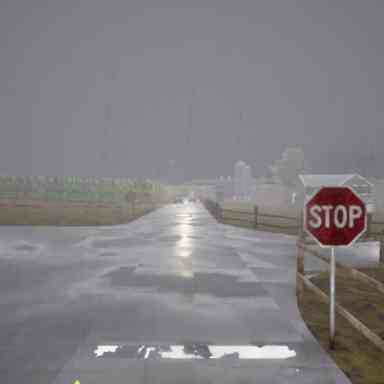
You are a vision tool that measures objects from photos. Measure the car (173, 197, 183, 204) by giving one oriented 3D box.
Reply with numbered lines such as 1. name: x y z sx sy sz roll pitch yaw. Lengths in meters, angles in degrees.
1. car: -2.667 1.676 65.623 2.033 1.411 5.357 0 0 0

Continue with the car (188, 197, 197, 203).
1. car: 0.091 1.678 71.843 2.033 1.411 5.357 0 0 0
